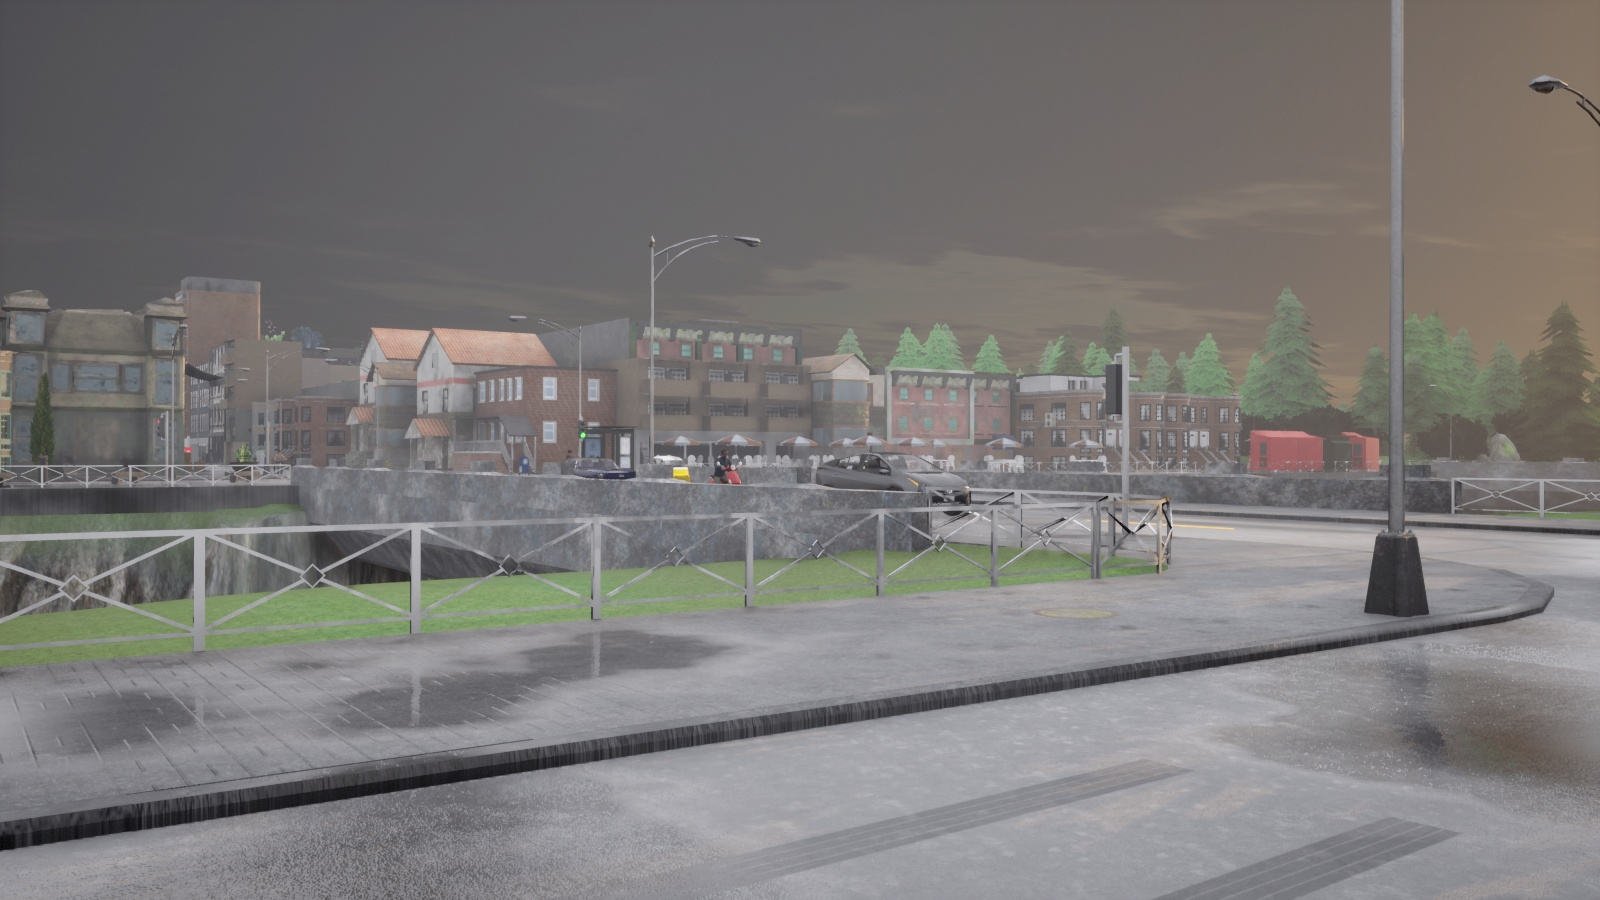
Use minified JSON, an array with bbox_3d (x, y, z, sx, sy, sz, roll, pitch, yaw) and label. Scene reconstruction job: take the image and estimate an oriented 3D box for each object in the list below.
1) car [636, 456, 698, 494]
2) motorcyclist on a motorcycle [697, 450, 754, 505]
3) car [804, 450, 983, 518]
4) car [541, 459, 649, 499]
[{"bbox_3d":[-5.083,0.928,48.003,1.481,1.376,2.207,0,0,-35],"label":"car"},{"bbox_3d":[-2.200,0.793,36.867,0.866,1.590,1.817,0,0,-35],"label":"motorcyclist on a motorcycle"},{"bbox_3d":[2.184,0.762,30.640,2.007,1.525,4.514,0,0,-34],"label":"car"},{"bbox_3d":[-7.285,0.969,44.165,1.895,1.301,4.718,0,0,-35],"label":"car"}]
